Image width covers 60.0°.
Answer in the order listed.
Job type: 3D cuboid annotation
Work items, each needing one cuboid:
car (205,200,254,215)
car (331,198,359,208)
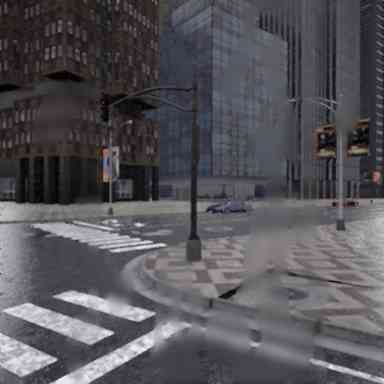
[{"bbox_3d":[3.824,1.482,32.861,5.357,1.411,2.033,0,0,-39],"label":"car"},{"bbox_3d":[21.929,1.566,47.672,4.718,1.301,1.895,0,0,-39],"label":"car"}]
